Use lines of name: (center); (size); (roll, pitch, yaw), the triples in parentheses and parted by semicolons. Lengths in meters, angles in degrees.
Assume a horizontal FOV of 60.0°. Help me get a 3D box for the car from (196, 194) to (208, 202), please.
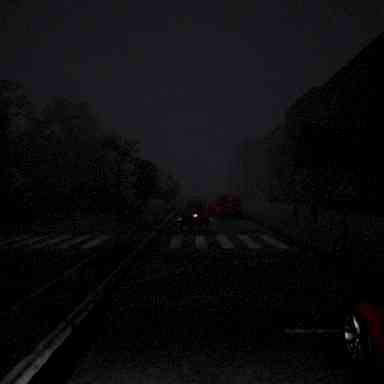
car: (2.272, 1.348, 74.941); (2.185, 1.767, 4.553); (0, 0, -4)

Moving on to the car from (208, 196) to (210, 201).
car: (3.255, 1.378, 35.927); (2.185, 1.767, 4.553); (0, 0, 0)

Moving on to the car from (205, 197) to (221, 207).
car: (3.239, 1.529, 52.647); (2.163, 1.488, 4.792); (0, 0, -1)

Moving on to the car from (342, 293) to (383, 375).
car: (3.051, 1.517, 2.715); (2.163, 1.488, 4.792); (0, 0, 0)

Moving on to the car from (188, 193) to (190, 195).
car: (0.778, 1.436, 91.582); (2.097, 1.535, 5.008); (0, 0, -6)

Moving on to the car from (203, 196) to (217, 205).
car: (3.098, 1.525, 58.331); (2.163, 1.488, 4.792); (0, 0, -1)

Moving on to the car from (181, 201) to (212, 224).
car: (0.239, 1.583, 24.722); (1.994, 1.385, 4.181); (0, 0, 0)

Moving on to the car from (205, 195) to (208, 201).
car: (3.323, 1.376, 47.025); (2.185, 1.767, 4.553); (1, 0, 0)

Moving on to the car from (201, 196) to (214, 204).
car: (2.889, 1.530, 63.855); (2.002, 1.452, 4.674); (0, 0, -2)

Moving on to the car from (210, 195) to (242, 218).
car: (3.222, 1.252, 30.440); (2.435, 2.045, 5.566); (0, 0, 0)

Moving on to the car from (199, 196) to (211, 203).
car: (2.624, 1.512, 69.453); (2.163, 1.488, 4.792); (0, 0, -3)

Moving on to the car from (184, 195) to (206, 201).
car: (0.332, 1.510, 42.528); (2.128, 1.511, 4.902); (0, 0, 0)
